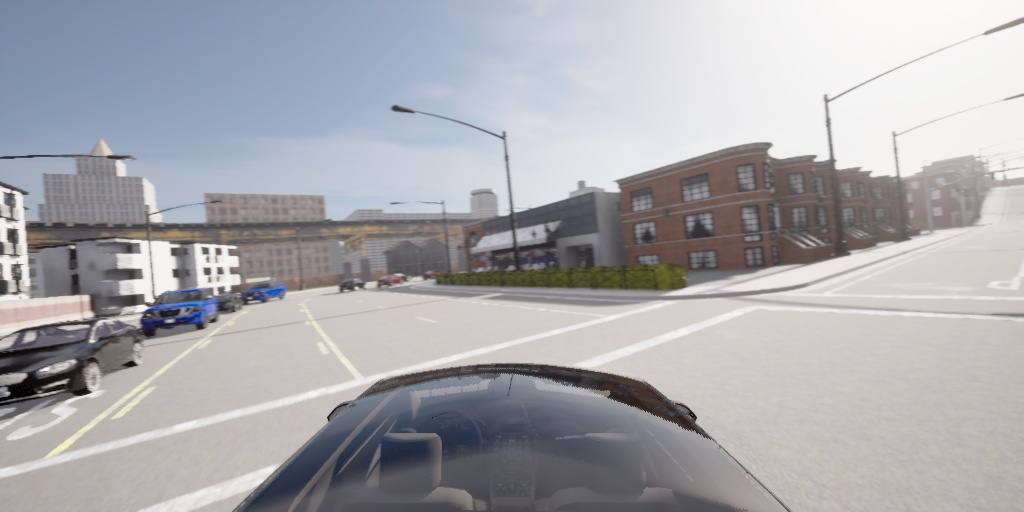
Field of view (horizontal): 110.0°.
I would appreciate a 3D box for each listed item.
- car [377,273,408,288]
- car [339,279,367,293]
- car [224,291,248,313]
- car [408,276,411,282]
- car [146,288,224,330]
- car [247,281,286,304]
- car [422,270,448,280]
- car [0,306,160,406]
[{"bbox_3d":[-15.613,3.181,45.967,1.812,1.442,4.674,-6,-1,8],"label":"car"},{"bbox_3d":[-19.043,3.466,43.028,1.837,1.490,4.892,-6,-1,-2],"label":"car"},{"bbox_3d":[-21.921,3.659,27.207,1.994,1.385,4.181,-5,-1,-28],"label":"car"},{"bbox_3d":[-17.104,3.361,53.427,2.128,1.511,4.902,-6,0,25],"label":"car"},{"bbox_3d":[-16.860,2.744,18.457,2.150,2.045,5.566,-5,-1,-32],"label":"car"},{"bbox_3d":[-25.640,3.766,37.138,2.150,2.045,5.566,-5,0,-9],"label":"car"},{"bbox_3d":[-11.858,2.905,55.685,1.812,1.442,4.674,-6,-1,36],"label":"car"},{"bbox_3d":[-10.412,2.294,8.306,2.128,1.511,4.902,-5,-1,-33],"label":"car"}]
